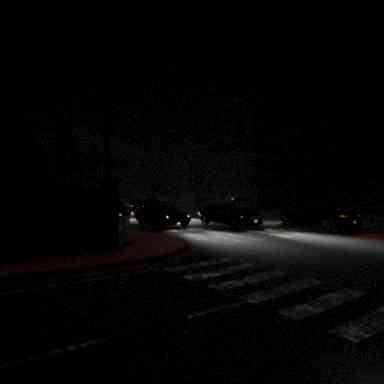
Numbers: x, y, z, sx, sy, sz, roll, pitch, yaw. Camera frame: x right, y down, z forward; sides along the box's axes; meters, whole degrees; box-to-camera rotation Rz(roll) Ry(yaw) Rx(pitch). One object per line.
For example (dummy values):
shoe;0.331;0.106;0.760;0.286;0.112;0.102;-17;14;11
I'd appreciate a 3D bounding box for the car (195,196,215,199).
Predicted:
car;2.557;1.401;62.825;1.882;1.535;5.008;0;0;40

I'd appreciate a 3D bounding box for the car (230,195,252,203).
car;10.241;1.443;69.434;4.674;1.442;1.812;0;0;-35

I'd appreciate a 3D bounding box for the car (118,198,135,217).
car;-7.007;1.486;29.711;2.033;1.411;5.357;0;0;-26

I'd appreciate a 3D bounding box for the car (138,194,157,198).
car;-6.496;1.421;51.246;2.128;1.511;4.902;0;0;12

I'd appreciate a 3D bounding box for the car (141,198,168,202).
car;-2.494;1.501;28.782;1.994;1.385;4.181;0;0;-30

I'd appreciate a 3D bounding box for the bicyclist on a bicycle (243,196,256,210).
bicyclist on a bicycle;6.340;1.231;36.673;1.656;1.620;0.582;0;0;-25

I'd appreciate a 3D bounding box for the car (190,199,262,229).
car;2.312;1.428;21.275;2.128;1.511;4.902;0;0;-35

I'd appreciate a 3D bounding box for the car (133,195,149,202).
car;-6.269;1.438;38.006;1.837;1.490;4.892;0;0;-11

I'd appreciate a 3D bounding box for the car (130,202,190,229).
car;-1.993;1.540;21.468;1.895;1.301;4.718;0;0;-33

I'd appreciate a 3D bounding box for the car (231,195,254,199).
car;10.345;1.397;65.178;5.008;1.535;1.882;0;0;-35

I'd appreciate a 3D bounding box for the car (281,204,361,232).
car;7.522;1.431;19.927;1.882;1.535;5.008;1;0;-28
